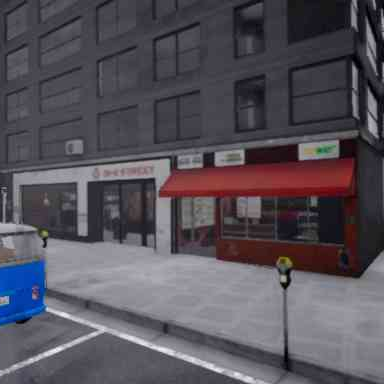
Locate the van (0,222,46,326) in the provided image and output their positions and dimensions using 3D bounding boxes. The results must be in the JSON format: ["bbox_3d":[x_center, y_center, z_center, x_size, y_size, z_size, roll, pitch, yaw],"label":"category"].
[{"bbox_3d":[-4.319,1.388,5.949,3.998,1.788,1.690,0,-1,36],"label":"van"}]
